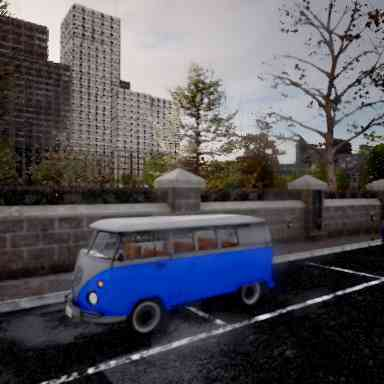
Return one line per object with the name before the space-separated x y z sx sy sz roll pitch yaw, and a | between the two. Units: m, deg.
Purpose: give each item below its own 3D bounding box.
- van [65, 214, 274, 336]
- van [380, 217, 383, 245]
van | -0.206 1.354 6.413 3.998 1.788 1.690 0 0 -35
van | 8.962 1.395 12.952 3.998 1.788 1.690 0 0 -35
